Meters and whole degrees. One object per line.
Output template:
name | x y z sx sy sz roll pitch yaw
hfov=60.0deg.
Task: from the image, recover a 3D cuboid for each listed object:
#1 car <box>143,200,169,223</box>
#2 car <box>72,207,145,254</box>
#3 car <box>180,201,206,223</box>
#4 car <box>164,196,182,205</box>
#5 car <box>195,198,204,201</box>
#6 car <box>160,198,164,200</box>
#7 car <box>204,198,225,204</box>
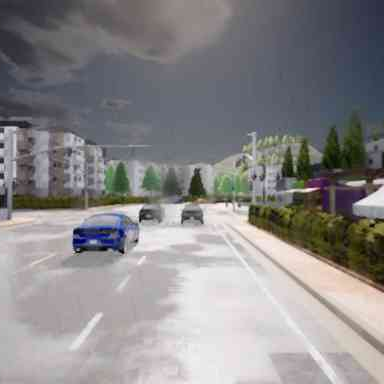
car | -3.443 1.801 29.228 1.882 1.535 5.008 0 0 1
car | -3.471 1.635 14.223 1.882 1.535 5.008 0 0 0
car | 0.042 1.822 28.500 1.837 1.490 4.892 0 0 1
car | -4.139 2.126 81.725 2.150 2.045 5.566 0 -1 18
car | 2.634 2.444 87.711 1.882 1.535 5.008 0 -1 31
car | -7.094 2.279 83.859 2.097 1.767 4.553 0 -1 22
car | 5.884 2.476 86.301 2.128 1.511 4.902 0 -1 35
